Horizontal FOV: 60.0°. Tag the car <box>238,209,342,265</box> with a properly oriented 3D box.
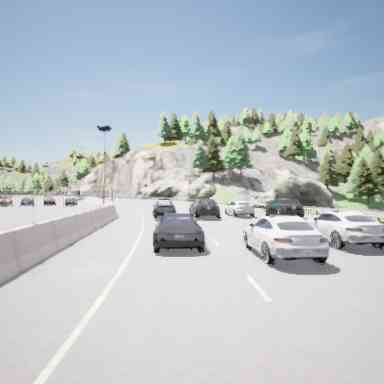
[{"bbox_3d":[3.086,1.522,11.586,1.812,1.442,4.674,0,0,-3],"label":"car"}]

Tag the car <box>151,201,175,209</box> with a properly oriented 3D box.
[{"bbox_3d":[-2.528,1.503,29.442,2.128,1.511,4.902,0,0,-9],"label":"car"}]

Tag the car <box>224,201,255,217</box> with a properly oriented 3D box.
[{"bbox_3d":[4.353,1.524,30.701,1.812,1.442,4.674,0,0,-10],"label":"car"}]

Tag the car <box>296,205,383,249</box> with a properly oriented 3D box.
[{"bbox_3d":[6.389,1.516,14.273,1.812,1.442,4.674,0,0,-5],"label":"car"}]

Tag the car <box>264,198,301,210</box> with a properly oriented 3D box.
[{"bbox_3d":[8.076,1.342,29.558,2.097,1.767,4.553,0,0,-9],"label":"car"}]

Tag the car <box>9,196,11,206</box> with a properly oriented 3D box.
[{"bbox_3d":[-30.842,1.424,54.625,2.097,1.767,4.553,0,0,-19],"label":"car"}]

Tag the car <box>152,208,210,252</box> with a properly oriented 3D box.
[{"bbox_3d":[-0.607,1.568,13.933,1.994,1.385,4.181,0,0,-5],"label":"car"}]

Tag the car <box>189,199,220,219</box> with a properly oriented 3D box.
[{"bbox_3d":[1.025,1.356,29.313,2.097,1.767,4.553,0,0,-9],"label":"car"}]
